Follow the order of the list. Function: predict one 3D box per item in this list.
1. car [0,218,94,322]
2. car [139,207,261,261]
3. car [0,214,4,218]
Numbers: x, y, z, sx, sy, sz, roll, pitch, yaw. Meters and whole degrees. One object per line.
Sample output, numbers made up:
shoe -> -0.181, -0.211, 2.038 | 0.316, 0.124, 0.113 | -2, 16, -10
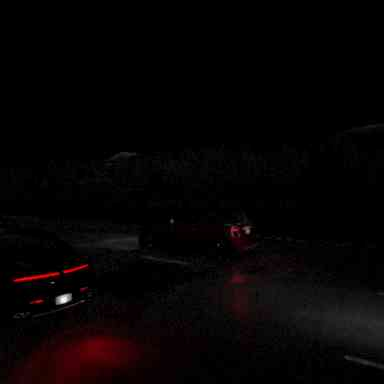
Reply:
car -> -4.090, 1.506, 6.897 | 4.892, 1.490, 1.837 | 0, 0, 35
car -> 0.165, 1.351, 12.457 | 4.553, 1.767, 2.097 | 0, 0, 35
car -> -10.479, 1.506, 15.706 | 4.892, 1.490, 1.837 | 0, 0, 35
